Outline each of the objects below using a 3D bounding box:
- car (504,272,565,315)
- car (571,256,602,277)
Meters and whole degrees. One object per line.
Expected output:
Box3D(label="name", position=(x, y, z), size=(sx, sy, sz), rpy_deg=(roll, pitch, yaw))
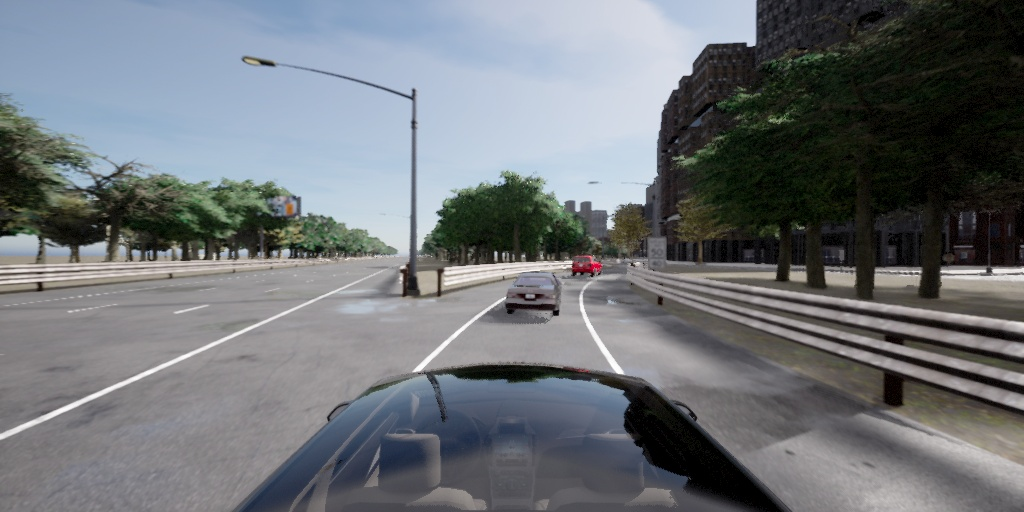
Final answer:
Box3D(label="car", position=(0.975, 1.303, 13.696), size=(2.033, 1.411, 5.357), rpy_deg=(0, 0, 9))
Box3D(label="car", position=(7.575, 1.019, 36.044), size=(2.150, 2.045, 5.566), rpy_deg=(0, 0, 24))
